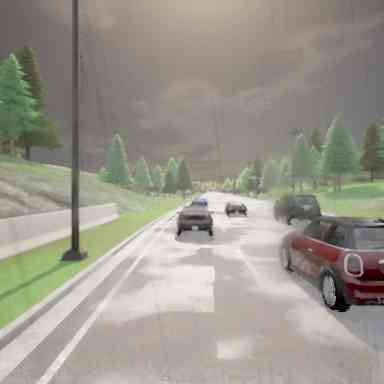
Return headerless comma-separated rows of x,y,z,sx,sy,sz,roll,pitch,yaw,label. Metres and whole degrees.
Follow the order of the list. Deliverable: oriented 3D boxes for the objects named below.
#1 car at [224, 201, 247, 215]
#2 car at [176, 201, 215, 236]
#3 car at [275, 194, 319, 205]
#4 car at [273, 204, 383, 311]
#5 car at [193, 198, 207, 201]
4.156,1.521,32.206,1.895,1.301,4.718,0,0,3,car
0.185,1.460,18.207,1.837,1.490,4.892,0,0,1,car
7.316,1.163,23.626,2.150,2.045,5.566,0,0,2,car
3.600,1.332,7.854,2.097,1.767,4.553,0,0,0,car
0.896,1.386,37.072,1.882,1.535,5.008,0,0,3,car
